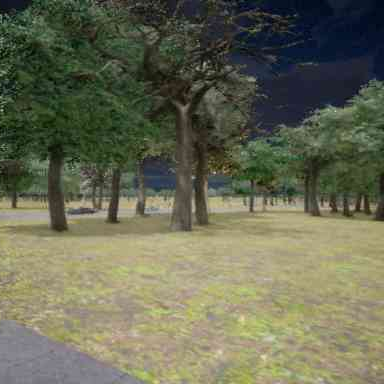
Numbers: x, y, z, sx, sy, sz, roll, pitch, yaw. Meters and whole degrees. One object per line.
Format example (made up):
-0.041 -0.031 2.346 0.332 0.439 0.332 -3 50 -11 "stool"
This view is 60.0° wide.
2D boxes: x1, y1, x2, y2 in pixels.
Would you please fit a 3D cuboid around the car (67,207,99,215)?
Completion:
-18.655 3.226 57.099 2.033 1.411 5.357 0 -1 36 "car"

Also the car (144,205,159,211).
-10.261 3.911 80.703 1.895 1.301 4.718 0 -1 36 "car"
